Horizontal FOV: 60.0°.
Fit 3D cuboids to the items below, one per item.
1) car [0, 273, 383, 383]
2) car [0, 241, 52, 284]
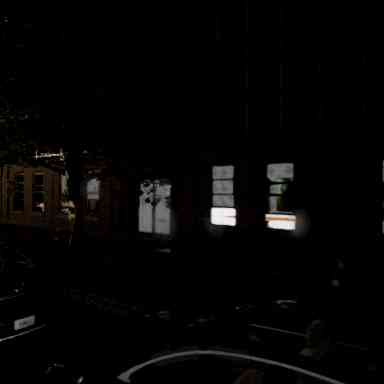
[{"bbox_3d":[0.622,1.545,2.432,4.403,1.369,2.008,1,0,35],"label":"car"},{"bbox_3d":[-4.014,1.502,5.736,4.403,1.369,2.008,1,0,35],"label":"car"}]
